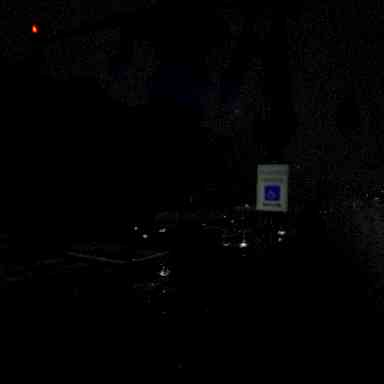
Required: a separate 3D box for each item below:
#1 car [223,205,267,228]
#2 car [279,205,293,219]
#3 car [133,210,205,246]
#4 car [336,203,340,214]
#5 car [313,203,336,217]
[{"bbox_3d":[3.909,1.741,24.748,1.812,1.442,4.674,2,0,29],"label":"car"},{"bbox_3d":[8.936,1.900,33.864,2.128,1.511,4.902,2,0,29],"label":"car"},{"bbox_3d":[-0.903,1.599,16.009,1.812,1.442,4.674,2,0,27],"label":"car"},{"bbox_3d":[21.232,2.419,50.341,2.128,1.511,4.902,2,0,29],"label":"car"},{"bbox_3d":[16.316,2.231,41.296,1.812,1.442,4.674,2,0,29],"label":"car"}]
